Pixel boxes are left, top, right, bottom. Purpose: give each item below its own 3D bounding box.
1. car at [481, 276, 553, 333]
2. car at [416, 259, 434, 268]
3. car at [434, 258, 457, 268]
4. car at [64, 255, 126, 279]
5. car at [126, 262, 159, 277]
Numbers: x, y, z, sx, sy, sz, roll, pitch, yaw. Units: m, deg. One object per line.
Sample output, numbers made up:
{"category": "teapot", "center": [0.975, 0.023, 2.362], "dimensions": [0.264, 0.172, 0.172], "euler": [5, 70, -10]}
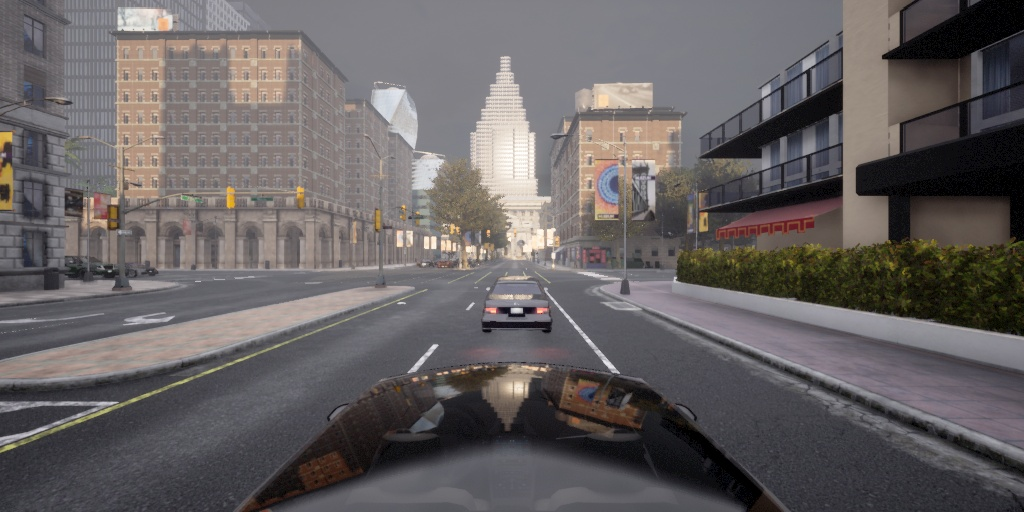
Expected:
{"category": "car", "center": [0.146, 1.297, 10.736], "dimensions": [2.033, 1.411, 5.357], "euler": [0, 0, 1]}
{"category": "car", "center": [-14.518, 1.241, 61.552], "dimensions": [2.128, 1.511, 4.902], "euler": [0, 0, 1]}
{"category": "car", "center": [-11.048, 1.102, 59.666], "dimensions": [2.097, 1.767, 4.553], "euler": [0, 0, 1]}
{"category": "car", "center": [-37.607, 0.971, 31.067], "dimensions": [5.566, 2.045, 2.150], "euler": [0, 0, 0]}
{"category": "car", "center": [-36.828, 1.314, 34.568], "dimensions": [4.181, 1.385, 1.994], "euler": [0, 0, 0]}
